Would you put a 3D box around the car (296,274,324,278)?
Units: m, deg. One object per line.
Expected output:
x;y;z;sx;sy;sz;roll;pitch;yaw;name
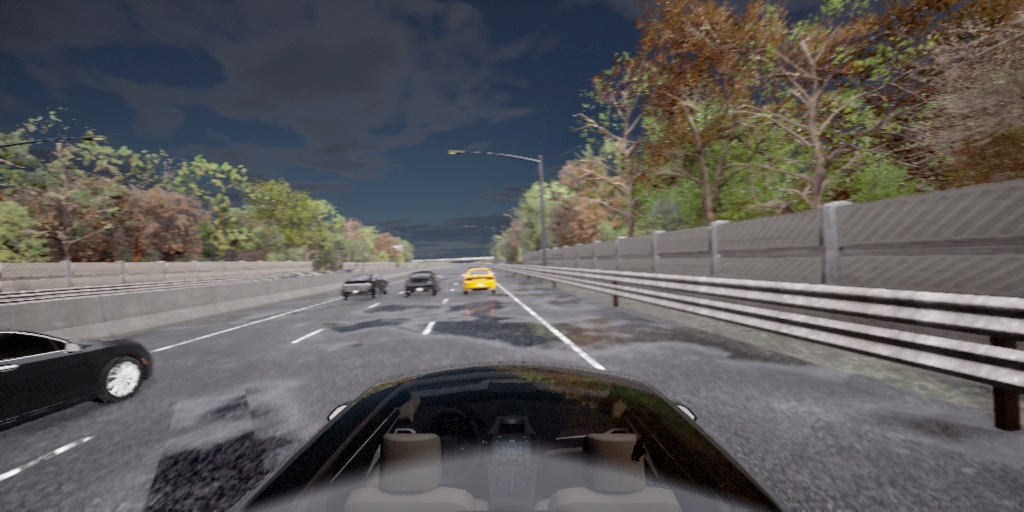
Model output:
-26.290;3.024;47.872;1.895;1.301;4.718;-3;-1;-6;car

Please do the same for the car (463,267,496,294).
-2.130;1.528;23.109;1.882;1.535;5.008;-3;0;-7;car

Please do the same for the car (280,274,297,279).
-29.872;3.159;48.502;1.994;1.385;4.181;-3;-1;-6;car

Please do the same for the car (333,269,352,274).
-22.852;2.624;48.502;2.097;1.767;4.553;-3;-1;-6;car

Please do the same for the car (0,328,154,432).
-6.933;1.595;4.155;1.837;1.490;4.892;-3;-1;-7;car

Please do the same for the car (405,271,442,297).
-5.632;1.715;23.086;1.837;1.490;4.892;-3;-1;-7;car

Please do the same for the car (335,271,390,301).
-9.091;1.856;22.570;2.128;1.511;4.902;-3;-1;-7;car
